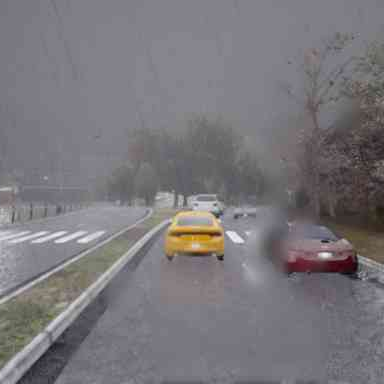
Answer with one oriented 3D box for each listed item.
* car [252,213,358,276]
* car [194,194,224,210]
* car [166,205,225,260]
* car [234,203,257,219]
[{"bbox_3d":[3.351,1.562,10.375,1.994,1.385,4.181,0,0,0],"label":"car"},{"bbox_3d":[1.620,1.231,29.970,2.150,2.045,5.566,0,0,11],"label":"car"},{"bbox_3d":[0.110,1.475,12.518,1.882,1.535,5.008,0,0,0],"label":"car"},{"bbox_3d":[4.711,1.590,28.930,1.895,1.301,4.718,0,0,11],"label":"car"}]
